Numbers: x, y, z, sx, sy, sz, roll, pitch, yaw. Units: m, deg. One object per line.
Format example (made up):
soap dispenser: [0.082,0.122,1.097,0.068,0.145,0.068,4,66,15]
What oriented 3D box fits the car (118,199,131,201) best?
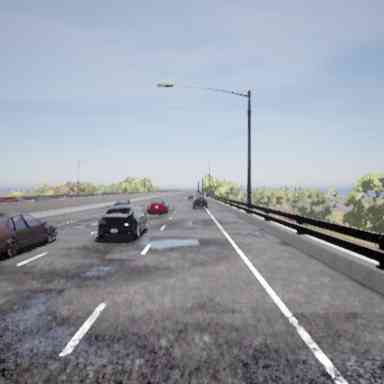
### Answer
car: [-6.902,1.420,34.218,1.994,1.385,4.181,0,0,0]

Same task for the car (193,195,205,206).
car: [1.048,1.231,52.662,1.801,1.575,5.366,0,0,0]

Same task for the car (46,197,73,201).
car: [-17.572,1.354,45.701,2.033,1.411,5.357,0,0,0]

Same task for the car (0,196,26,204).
car: [-24.567,1.333,45.564,1.812,1.442,4.674,0,0,0]

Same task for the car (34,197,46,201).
car: [-21.064,1.363,47.557,1.994,1.385,4.181,0,0,0]

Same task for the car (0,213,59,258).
car: [-6.901,1.495,12.480,2.033,1.411,5.357,0,0,0]

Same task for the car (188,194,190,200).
car: [-0.002,1.096,75.937,1.994,1.385,4.181,0,0,0]

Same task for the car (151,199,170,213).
car: [-3.402,1.420,34.055,1.994,1.385,4.181,0,0,0]

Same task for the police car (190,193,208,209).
police car: [1.048,1.245,42.582,1.930,1.638,5.238,0,0,0]

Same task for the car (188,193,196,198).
car: [-0.004,0.943,95.028,2.033,1.411,5.357,0,0,0]

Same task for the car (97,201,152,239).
car: [-3.402,1.434,16.940,1.837,1.490,4.892,0,0,0]
